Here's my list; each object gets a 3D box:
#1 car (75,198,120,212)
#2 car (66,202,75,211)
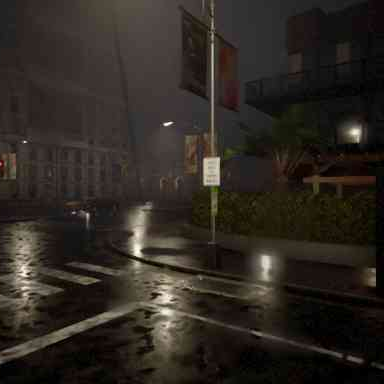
[{"bbox_3d":[-10.581,1.505,38.361,1.837,1.490,4.892,0,0,36],"label":"car"},{"bbox_3d":[-13.077,1.478,40.905,1.882,1.535,5.008,0,0,35],"label":"car"}]
